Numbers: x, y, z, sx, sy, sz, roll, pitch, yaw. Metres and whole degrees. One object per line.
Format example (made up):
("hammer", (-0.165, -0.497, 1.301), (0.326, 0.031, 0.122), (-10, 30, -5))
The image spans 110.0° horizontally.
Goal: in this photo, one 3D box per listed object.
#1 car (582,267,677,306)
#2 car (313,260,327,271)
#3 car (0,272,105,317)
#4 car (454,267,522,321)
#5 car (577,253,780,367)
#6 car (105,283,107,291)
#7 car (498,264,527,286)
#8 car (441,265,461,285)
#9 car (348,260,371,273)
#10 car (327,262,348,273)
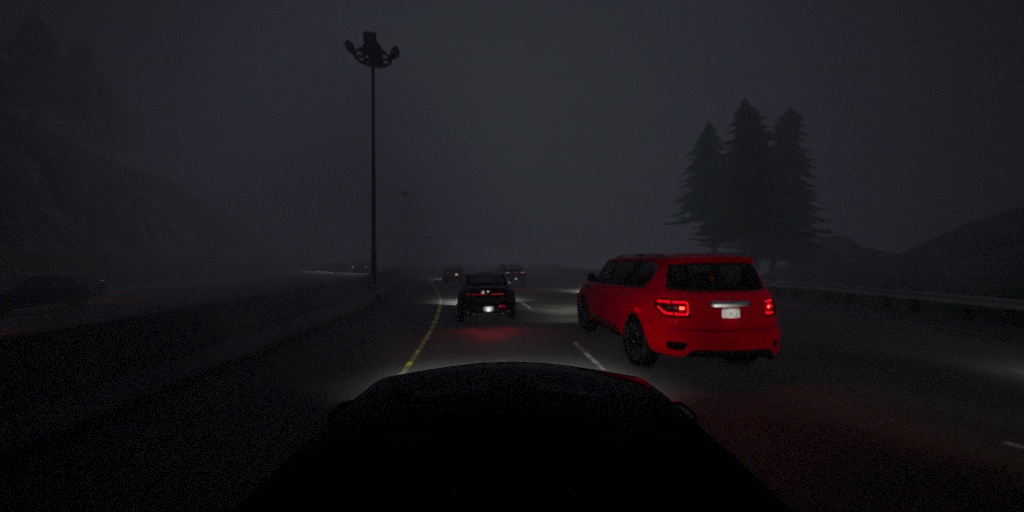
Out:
("car", (5.372, 1.331, 17.409), (2.033, 1.411, 5.357), (0, 0, -11))
("car", (-30.063, 1.735, 57.846), (1.994, 1.385, 4.181), (0, 0, -14))
("car", (-19.026, 1.444, 13.839), (1.812, 1.442, 4.674), (0, 0, -12))
("car", (-1.009, 1.308, 12.866), (1.837, 1.490, 4.892), (0, 0, -8))
("car", (3.123, 0.980, 8.124), (2.150, 2.045, 5.566), (0, 0, -4))
("car", (-23.720, 1.532, 18.598), (1.994, 1.385, 4.181), (0, 0, -14))
("car", (-0.294, 1.348, 26.427), (2.128, 1.511, 4.902), (0, 0, -14))
("car", (-4.916, 1.467, 30.550), (1.994, 1.385, 4.181), (0, 0, -14))
("car", (-20.791, 1.435, 49.653), (2.097, 1.767, 4.553), (0, 0, -14))
("car", (-25.149, 1.626, 52.609), (1.837, 1.490, 4.892), (0, 0, -14))
